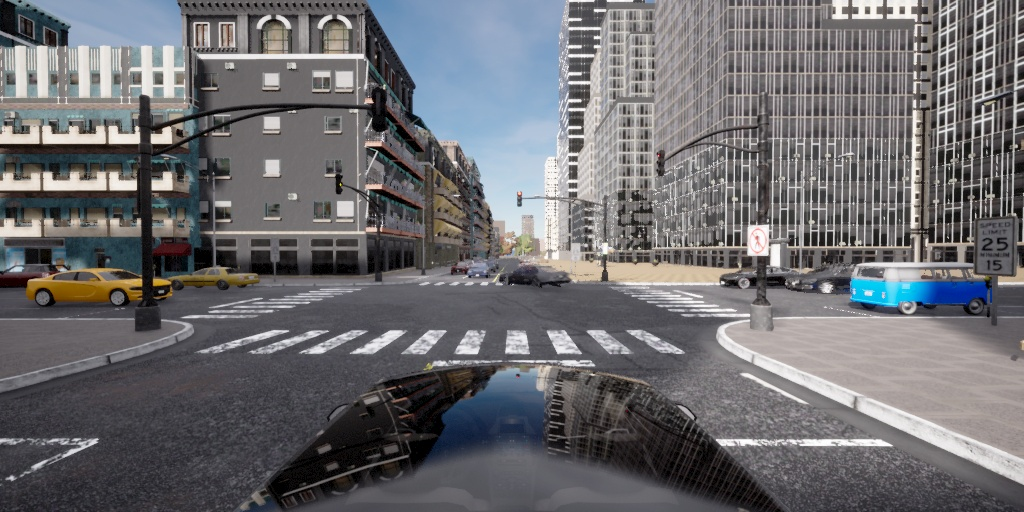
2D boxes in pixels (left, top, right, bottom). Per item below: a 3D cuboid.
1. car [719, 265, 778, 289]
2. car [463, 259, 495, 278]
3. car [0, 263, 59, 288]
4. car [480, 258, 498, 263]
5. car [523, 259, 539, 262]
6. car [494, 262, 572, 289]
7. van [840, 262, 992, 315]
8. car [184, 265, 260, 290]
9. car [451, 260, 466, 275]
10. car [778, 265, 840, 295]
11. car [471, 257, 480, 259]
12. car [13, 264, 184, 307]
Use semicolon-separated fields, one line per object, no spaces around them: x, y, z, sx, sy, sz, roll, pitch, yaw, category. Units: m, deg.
14.729;1.216;21.334;4.313;1.339;1.948;0;0;0;car
-3.011;1.292;33.970;2.033;1.411;5.357;0;0;0;car
-28.727;1.190;21.384;4.097;1.591;1.967;0;0;0;car
-2.981;1.309;44.003;1.994;1.385;4.181;0;0;0;car
2.776;1.290;45.103;1.888;1.381;4.507;0;0;0;car
1.368;1.266;22.879;2.033;1.411;5.357;0;-1;-37;car
14.719;1.117;12.953;3.998;1.789;1.690;0;0;0;van
-17.829;1.247;21.371;4.829;1.417;1.751;0;0;0;car
-5.587;1.290;39.420;1.888;1.381;4.507;0;0;0;car
17.143;1.189;18.729;4.892;1.490;1.837;0;1;0;car
-5.571;1.184;45.069;1.967;1.591;4.097;0;0;0;car
-17.726;1.287;15.567;5.008;1.535;1.882;0;1;0;car
